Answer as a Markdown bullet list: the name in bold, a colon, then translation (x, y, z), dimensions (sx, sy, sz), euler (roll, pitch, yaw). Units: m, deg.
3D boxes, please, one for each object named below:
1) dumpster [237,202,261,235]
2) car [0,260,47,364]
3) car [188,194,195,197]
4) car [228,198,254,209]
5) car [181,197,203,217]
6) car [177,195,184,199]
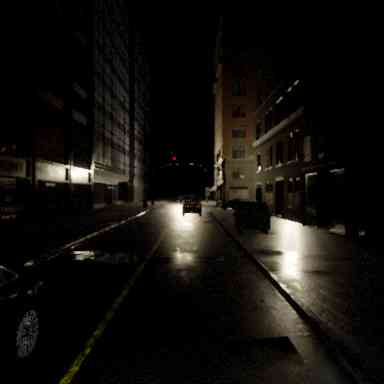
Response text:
- **dumpster**: translation (3.112, 1.414, 18.336), dimensions (1.020, 1.700, 1.940), euler (0, 0, 0)
- **car**: translation (-3.106, 1.495, 3.091), dimensions (2.128, 1.511, 4.902), euler (0, 0, 0)
- **car**: translation (-0.107, 1.378, 84.030), dimensions (2.128, 1.511, 4.902), euler (0, 0, 0)
- **car**: translation (7.114, 1.493, 43.407), dimensions (4.902, 1.511, 2.128), euler (0, 0, -5)
- **car**: translation (0.005, 1.518, 32.114), dimensions (2.128, 1.511, 4.902), euler (0, 0, 1)
- **car**: translation (-3.117, 1.528, 92.585), dimensions (1.812, 1.442, 4.674), euler (0, 0, 0)
